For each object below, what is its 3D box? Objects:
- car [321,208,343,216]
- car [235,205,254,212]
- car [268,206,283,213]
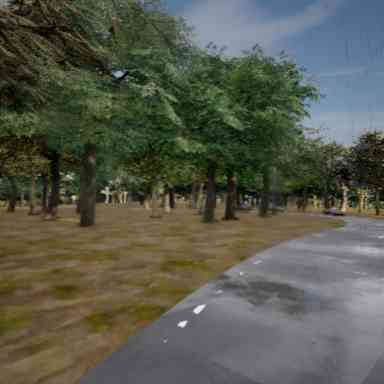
[{"bbox_3d":[23.741,3.363,56.643,1.994,1.385,4.181,2,-2,-6],"label":"car"},{"bbox_3d":[11.790,3.789,77.173,2.033,1.411,5.357,3,-2,-37],"label":"car"},{"bbox_3d":[17.997,3.778,73.575,2.128,1.511,4.902,3,-2,-30],"label":"car"}]
